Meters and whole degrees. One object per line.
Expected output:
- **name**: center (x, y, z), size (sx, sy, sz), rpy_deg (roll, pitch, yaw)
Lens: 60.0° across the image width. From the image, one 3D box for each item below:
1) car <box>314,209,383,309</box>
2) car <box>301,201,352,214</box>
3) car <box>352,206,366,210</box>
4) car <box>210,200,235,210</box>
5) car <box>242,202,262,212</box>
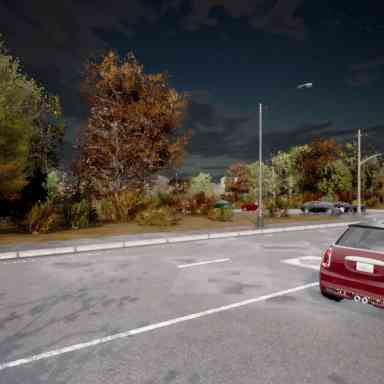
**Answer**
- **car**: center (4.811, 1.363, 7.120), size (4.553, 1.767, 2.097), rpy_deg (0, 0, -35)
- **car**: center (14.102, 1.708, 36.061), size (2.128, 1.511, 4.902), rpy_deg (0, -1, -32)
- **car**: center (17.144, 1.826, 37.807), size (1.895, 1.301, 4.718), rpy_deg (0, -1, -32)
- **car**: center (4.347, 2.190, 51.725), size (2.150, 2.045, 5.566), rpy_deg (0, -3, -32)
- **car**: center (9.559, 2.240, 49.979), size (1.882, 1.535, 5.008), rpy_deg (0, -3, -32)
